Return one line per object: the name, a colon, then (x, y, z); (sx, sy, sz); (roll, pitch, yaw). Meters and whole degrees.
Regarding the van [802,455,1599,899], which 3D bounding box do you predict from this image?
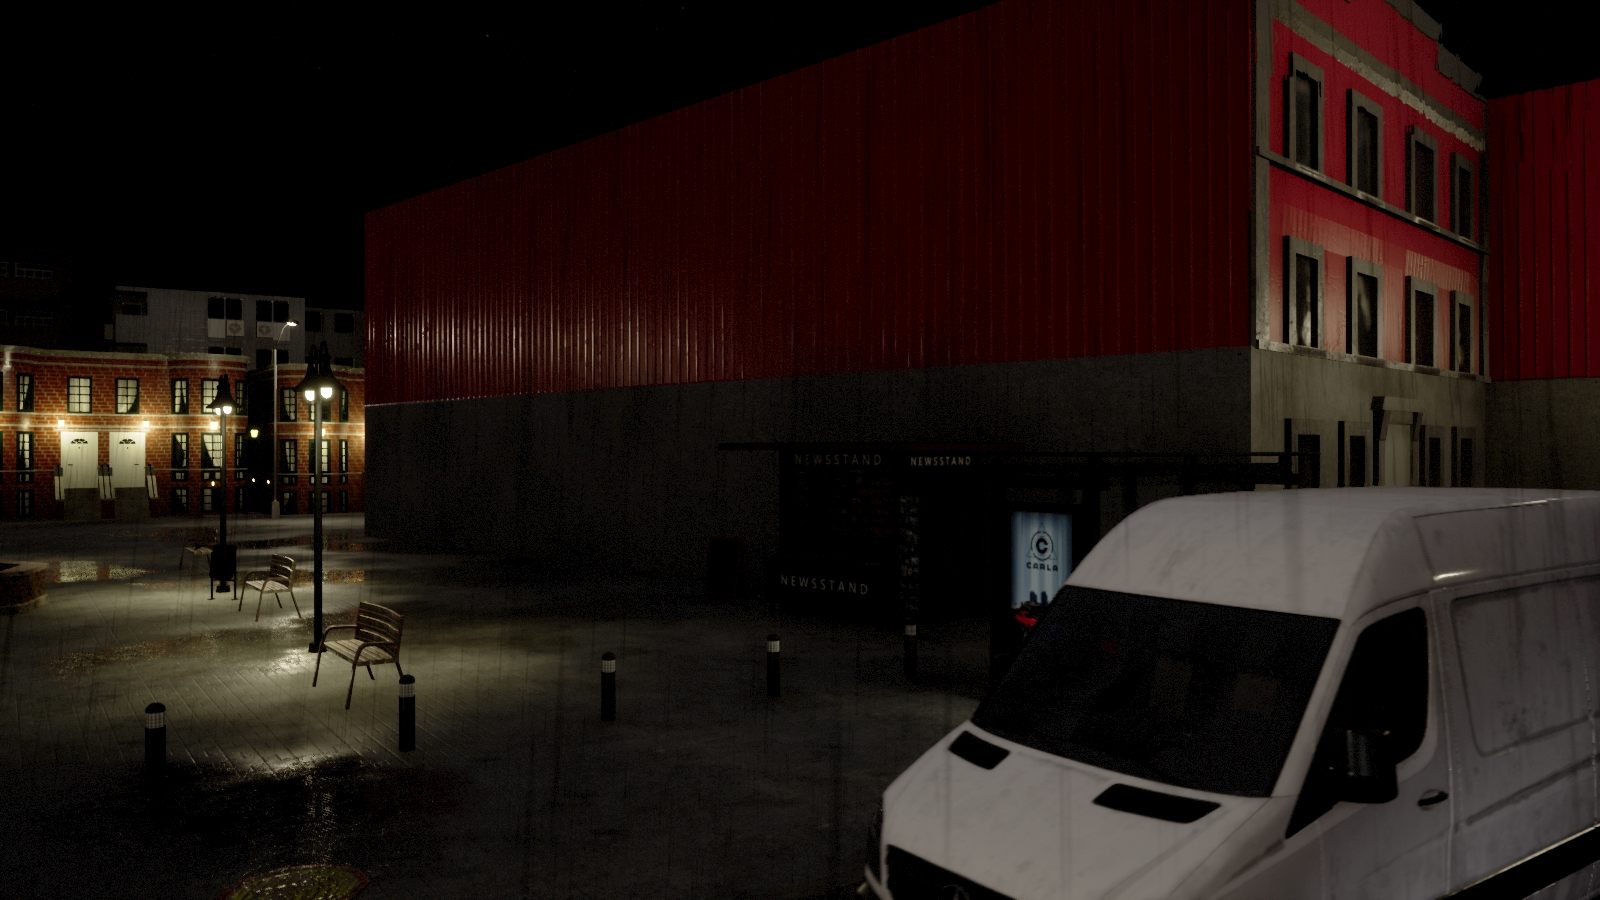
van: (3.002, 1.315, 6.531); (5.915, 2.561, 1.988); (0, 0, -35)
